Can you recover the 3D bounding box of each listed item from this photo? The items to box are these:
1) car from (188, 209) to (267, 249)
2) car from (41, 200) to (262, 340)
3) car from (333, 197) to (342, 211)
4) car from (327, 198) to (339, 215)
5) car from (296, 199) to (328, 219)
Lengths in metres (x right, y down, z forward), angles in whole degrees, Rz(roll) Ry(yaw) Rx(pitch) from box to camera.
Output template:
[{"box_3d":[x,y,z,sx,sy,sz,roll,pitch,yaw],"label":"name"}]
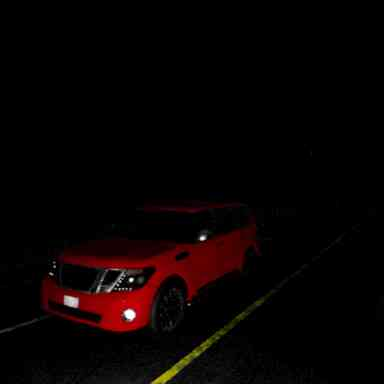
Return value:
[{"box_3d":[1.793,1.565,15.372,1.947,1.339,4.313,0,0,32],"label":"car"},{"box_3d":[-0.288,1.221,7.130,2.150,2.045,5.566,0,0,32],"label":"car"},{"box_3d":[16.326,1.437,38.865,1.967,1.590,4.097,0,0,32],"label":"car"},{"box_3d":[13.420,1.563,34.167,1.947,1.339,4.313,0,0,32],"label":"car"},{"box_3d":[10.513,1.580,29.468,1.802,1.307,4.206,0,0,32],"label":"car"}]
